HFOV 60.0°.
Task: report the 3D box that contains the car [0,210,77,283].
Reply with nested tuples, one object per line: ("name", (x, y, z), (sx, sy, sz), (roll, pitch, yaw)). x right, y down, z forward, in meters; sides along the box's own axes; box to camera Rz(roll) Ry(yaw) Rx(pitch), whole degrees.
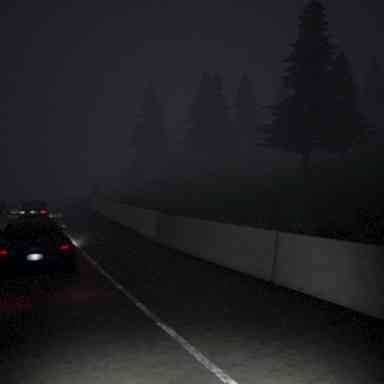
("car", (-4.546, 1.461, 9.519), (1.994, 1.385, 4.181), (-1, 1, -27))

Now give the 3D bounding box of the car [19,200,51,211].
("car", (-11.047, 1.297, 23.387), (2.033, 1.411, 5.357), (-1, 1, -22))

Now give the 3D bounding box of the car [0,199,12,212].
("car", (-16.831, 1.273, 28.563), (1.994, 1.385, 4.181), (-1, 1, -21))
